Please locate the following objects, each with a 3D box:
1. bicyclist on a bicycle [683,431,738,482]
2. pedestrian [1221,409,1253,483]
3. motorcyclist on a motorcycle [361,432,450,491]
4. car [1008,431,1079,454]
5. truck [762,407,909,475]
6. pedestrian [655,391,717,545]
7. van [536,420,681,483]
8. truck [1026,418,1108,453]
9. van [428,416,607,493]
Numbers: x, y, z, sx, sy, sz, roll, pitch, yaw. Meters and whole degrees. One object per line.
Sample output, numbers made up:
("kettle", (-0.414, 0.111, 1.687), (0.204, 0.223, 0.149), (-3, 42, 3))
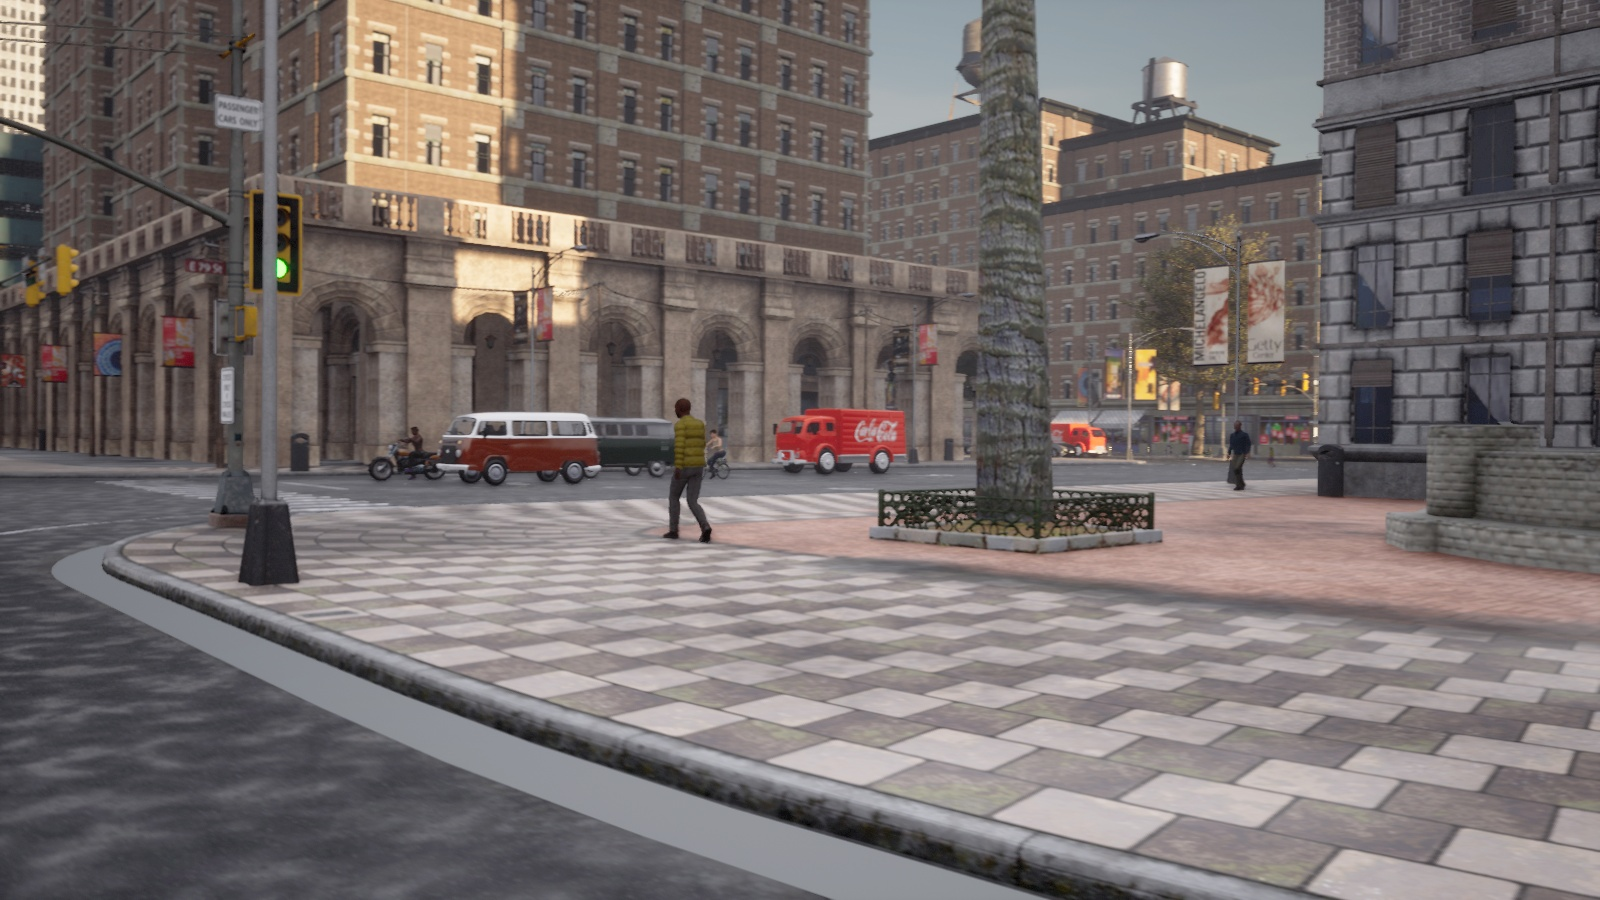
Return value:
("bicyclist on a bicycle", (-2.857, 0.194, 39.959), (1.509, 1.612, 0.866), (-1, 1, -41))
("pedestrian", (11.084, -0.100, 31.846), (0.726, 1.842, 0.402), (-1, 1, -35))
("motorcyclist on a motorcycle", (-11.584, 0.317, 36.939), (2.350, 1.649, 0.766), (-1, 1, -41))
("car", (16.880, -0.548, 87.203), (2.007, 1.525, 4.514), (-1, 1, -40))
("truck", (1.390, -0.368, 48.225), (5.204, 2.467, 2.627), (-1, 1, -41))
("pedestrian", (-1.394, 0.209, 15.292), (0.370, 1.835, 0.726), (-1, 1, -42))
("van", (-6.286, 0.018, 41.572), (4.442, 1.987, 1.775), (-1, 1, -40))
("truck", (19.113, -1.034, 89.927), (2.627, 2.467, 5.204), (-1, 1, -41))
("van", (-7.959, 0.078, 35.562), (4.480, 2.038, 2.069), (-1, 1, -41))
